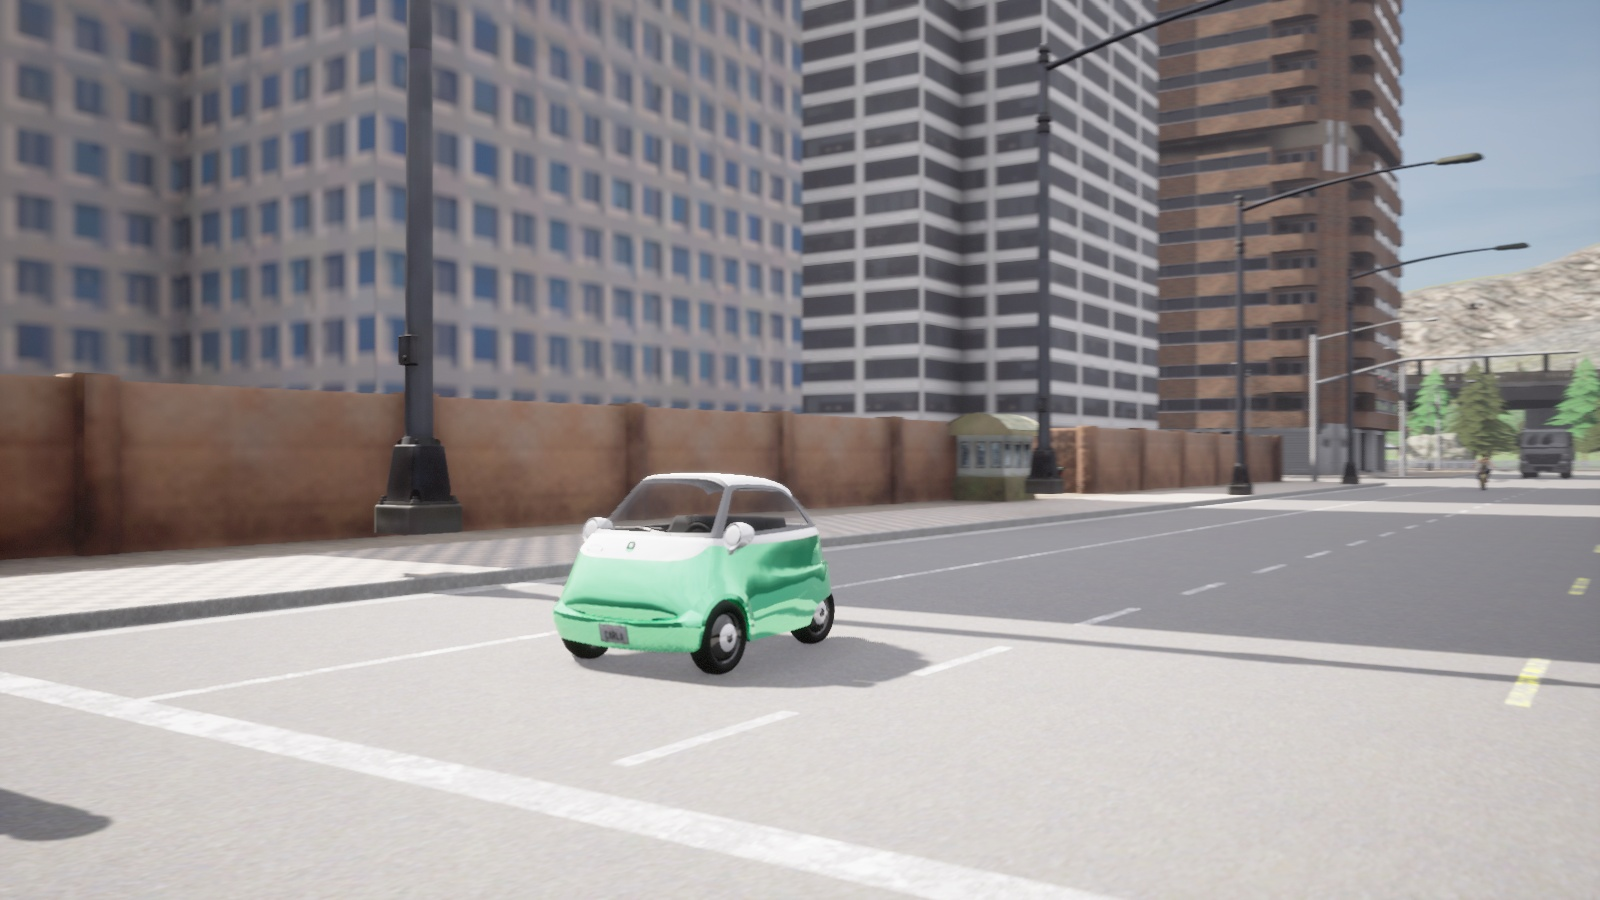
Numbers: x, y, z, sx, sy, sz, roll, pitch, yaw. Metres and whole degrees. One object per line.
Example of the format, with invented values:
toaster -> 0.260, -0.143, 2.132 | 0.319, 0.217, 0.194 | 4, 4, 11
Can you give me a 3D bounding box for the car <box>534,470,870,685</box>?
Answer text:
car -> -0.675, 0.850, 9.502 | 1.481, 1.376, 2.207 | 0, -1, 34
